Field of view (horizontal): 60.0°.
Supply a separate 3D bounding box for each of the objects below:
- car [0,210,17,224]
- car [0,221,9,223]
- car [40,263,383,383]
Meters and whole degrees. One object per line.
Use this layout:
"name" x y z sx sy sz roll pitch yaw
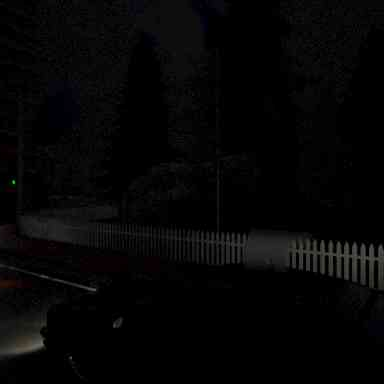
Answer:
"car" -14.023 1.550 22.149 1.895 1.301 4.718 0 0 32
"car" -7.596 1.547 9.409 5.357 1.411 2.033 0 0 36
"car" 0.606 1.547 3.562 5.357 1.411 2.033 0 0 36
